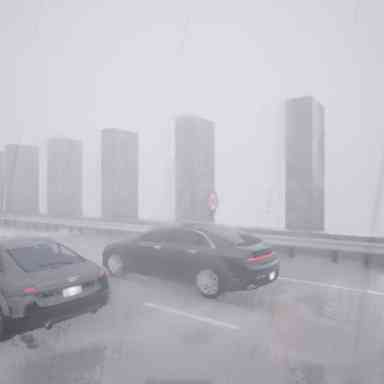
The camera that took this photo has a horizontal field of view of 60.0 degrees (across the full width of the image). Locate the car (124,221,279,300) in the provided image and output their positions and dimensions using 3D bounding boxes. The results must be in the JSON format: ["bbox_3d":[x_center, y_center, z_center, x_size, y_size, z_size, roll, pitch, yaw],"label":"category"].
[{"bbox_3d":[-0.266,1.506,8.483,4.892,1.490,1.837,1,0,36],"label":"car"}]

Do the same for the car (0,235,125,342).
[{"bbox_3d":[-3.550,1.564,6.540,4.181,1.385,1.994,0,0,36],"label":"car"}]
